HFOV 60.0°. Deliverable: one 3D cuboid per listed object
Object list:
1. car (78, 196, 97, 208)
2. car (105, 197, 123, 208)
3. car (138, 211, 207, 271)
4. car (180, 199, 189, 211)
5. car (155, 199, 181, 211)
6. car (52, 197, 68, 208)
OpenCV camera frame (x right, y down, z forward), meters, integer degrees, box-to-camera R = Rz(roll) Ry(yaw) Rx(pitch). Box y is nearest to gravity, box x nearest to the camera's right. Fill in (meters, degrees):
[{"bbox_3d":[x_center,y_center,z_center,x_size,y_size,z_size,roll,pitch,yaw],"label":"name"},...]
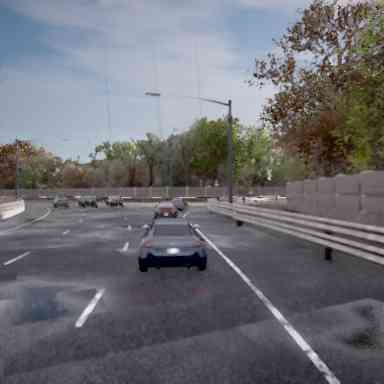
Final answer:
[{"bbox_3d":[-15.070,1.344,47.915,2.097,1.767,4.553,0,0,-26],"label":"car"},{"bbox_3d":[-11.412,1.482,48.462,1.837,1.490,4.892,0,0,-26],"label":"car"},{"bbox_3d":[-0.670,1.551,10.936,1.994,1.385,4.181,0,0,-5],"label":"car"},{"bbox_3d":[-1.566,1.518,38.007,1.994,1.385,4.181,0,0,9],"label":"car"},{"bbox_3d":[-2.081,1.496,27.329,1.812,1.442,4.674,0,0,-3],"label":"car"},{"bbox_3d":[-19.134,1.499,48.270,2.128,1.511,4.902,0,0,-27],"label":"car"}]
